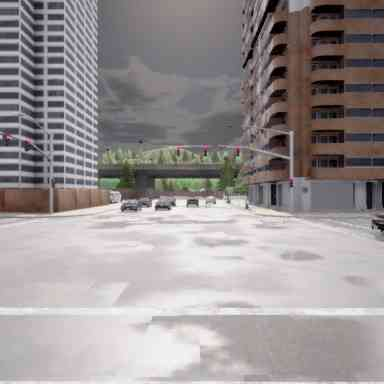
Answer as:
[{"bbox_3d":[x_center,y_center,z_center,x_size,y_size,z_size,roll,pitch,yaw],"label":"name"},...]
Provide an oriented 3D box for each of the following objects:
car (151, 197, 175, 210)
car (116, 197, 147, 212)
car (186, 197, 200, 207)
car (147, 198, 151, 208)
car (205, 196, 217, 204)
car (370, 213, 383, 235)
[{"bbox_3d":[-3.590,1.547,42.289,2.033,1.411,5.357,0,0,0],"label":"car"},{"bbox_3d":[-7.091,1.547,39.420,2.033,1.411,5.357,0,0,0],"label":"car"},{"bbox_3d":[0.108,1.504,52.719,1.837,1.490,4.892,0,0,0],"label":"car"},{"bbox_3d":[-7.078,1.547,49.773,2.033,1.411,5.357,0,0,0],"label":"car"},{"bbox_3d":[3.514,1.526,63.150,1.812,1.442,4.674,0,0,0],"label":"car"},{"bbox_3d":[11.236,1.491,15.946,4.902,1.511,2.128,0,0,0],"label":"car"}]
